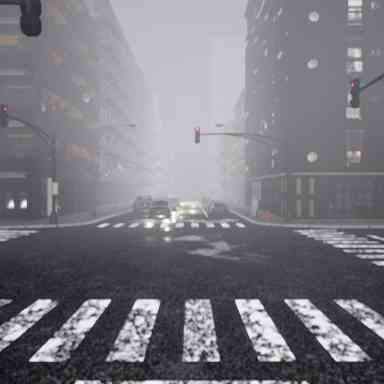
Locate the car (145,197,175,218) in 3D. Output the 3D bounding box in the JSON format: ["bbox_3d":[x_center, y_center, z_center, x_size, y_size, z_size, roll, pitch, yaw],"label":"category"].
[{"bbox_3d":[-2.833,1.493,30.296,1.837,1.490,4.892,0,0,0],"label":"car"}]

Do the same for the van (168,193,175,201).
[{"bbox_3d":[-5.303,1.296,86.998,1.690,1.788,3.998,-1,0,0],"label":"van"}]

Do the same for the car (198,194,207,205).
[{"bbox_3d":[2.571,1.519,59.258,1.887,1.381,4.507,-1,0,0],"label":"car"}]

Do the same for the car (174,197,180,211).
[{"bbox_3d":[-2.827,1.584,40.396,1.895,1.301,4.718,0,0,0],"label":"car"}]

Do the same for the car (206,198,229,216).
[{"bbox_3d":[2.564,1.570,31.562,1.802,1.307,4.206,-1,0,0],"label":"car"}]

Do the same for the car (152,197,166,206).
[{"bbox_3d":[-5.310,1.559,53.775,1.802,1.307,4.206,-1,0,0],"label":"car"}]

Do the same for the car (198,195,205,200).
[{"bbox_3d":[2.582,1.533,92.493,1.802,1.307,4.206,-1,0,0],"label":"car"}]

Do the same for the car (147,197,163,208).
[{"bbox_3d":[-5.312,1.505,48.067,1.752,1.417,4.829,-1,0,0],"label":"car"}]

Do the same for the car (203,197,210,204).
[{"bbox_3d":[2.565,1.536,37.101,2.008,1.369,4.403,-1,0,0],"label":"car"}]

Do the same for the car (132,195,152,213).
[{"bbox_3d":[-5.318,1.300,37.163,2.192,1.841,5.009,-1,0,0],"label":"car"}]

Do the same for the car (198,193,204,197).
[{"bbox_3d":[2.577,1.545,75.876,1.802,1.307,4.206,-1,0,0],"label":"car"}]

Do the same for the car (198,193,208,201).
[{"bbox_3d":[2.575,1.275,81.415,2.192,1.841,5.009,-1,0,0],"label":"car"}]

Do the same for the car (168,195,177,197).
[{"bbox_3d":[-2.759,1.526,51.046,2.033,1.411,5.357,0,0,1],"label":"car"}]
